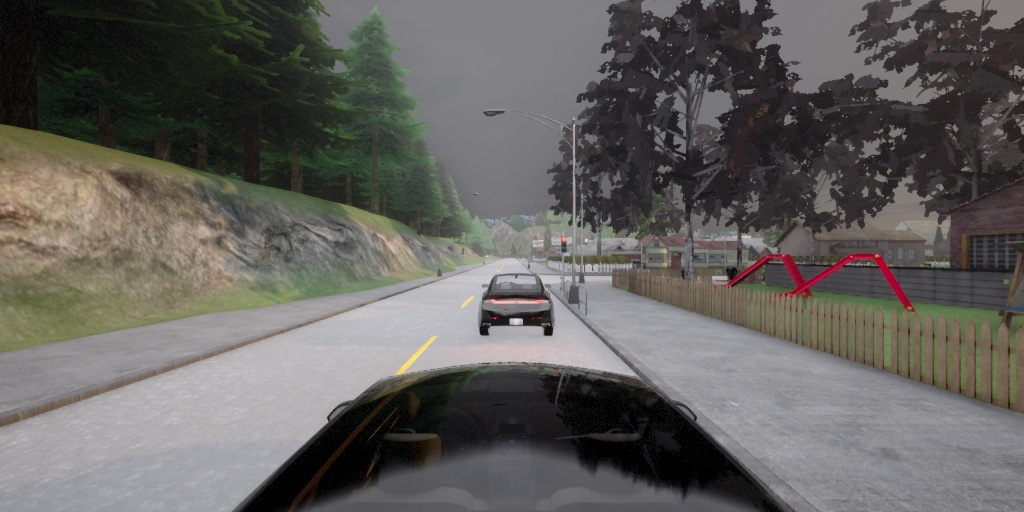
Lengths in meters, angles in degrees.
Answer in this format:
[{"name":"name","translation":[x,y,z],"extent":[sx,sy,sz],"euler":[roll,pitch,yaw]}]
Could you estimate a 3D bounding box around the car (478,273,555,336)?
[{"name":"car","translation":[0.125,1.242,10.364],"extent":[2.128,1.511,4.902],"euler":[0,0,1]}]
